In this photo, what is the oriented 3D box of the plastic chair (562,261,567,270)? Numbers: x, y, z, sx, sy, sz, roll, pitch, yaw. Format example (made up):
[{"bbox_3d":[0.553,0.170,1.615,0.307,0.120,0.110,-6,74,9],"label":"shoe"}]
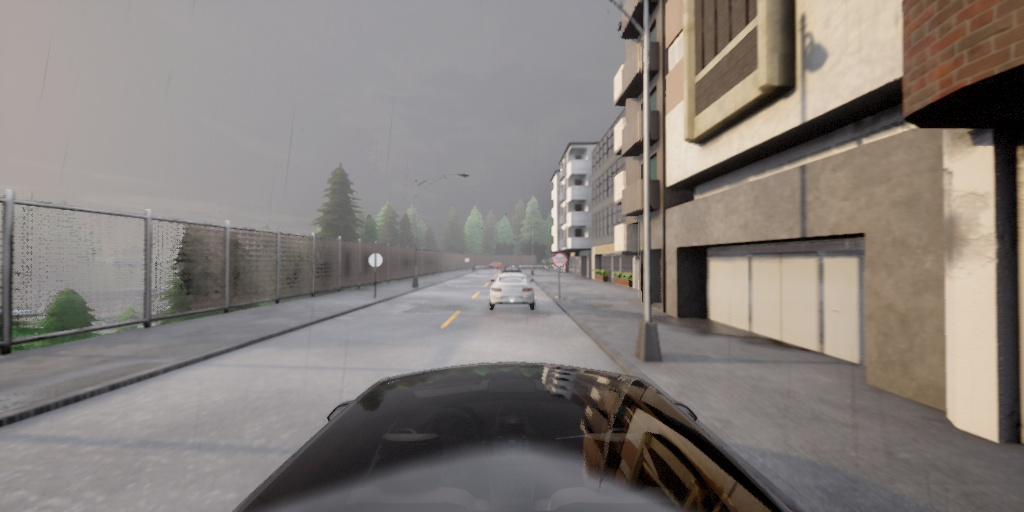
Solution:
[{"bbox_3d":[9.237,1.951,60.867,0.750,1.272,0.730,0,0,10],"label":"plastic chair"}]

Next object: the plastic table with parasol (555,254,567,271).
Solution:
[{"bbox_3d":[9.225,1.363,62.297,2.482,2.480,2.482,0,0,0],"label":"plastic table with parasol"}]

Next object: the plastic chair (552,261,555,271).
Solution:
[{"bbox_3d":[7.746,1.970,62.486,0.730,1.272,0.750,0,0,10],"label":"plastic chair"}]

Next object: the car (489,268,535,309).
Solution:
[{"bbox_3d":[0.016,1.435,15.716,1.812,1.442,4.674,0,0,0],"label":"car"}]

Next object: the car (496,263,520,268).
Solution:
[{"bbox_3d":[0.009,1.568,30.321,2.128,1.511,4.902,0,-1,0],"label":"car"}]
